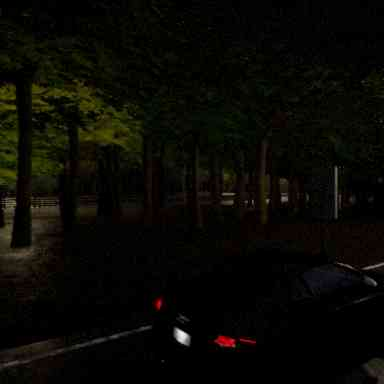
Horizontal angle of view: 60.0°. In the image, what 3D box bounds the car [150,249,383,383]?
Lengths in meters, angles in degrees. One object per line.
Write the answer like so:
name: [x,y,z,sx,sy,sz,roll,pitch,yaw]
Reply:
car: [1.516,1.555,4.830,4.181,1.385,1.994,0,0,-36]
